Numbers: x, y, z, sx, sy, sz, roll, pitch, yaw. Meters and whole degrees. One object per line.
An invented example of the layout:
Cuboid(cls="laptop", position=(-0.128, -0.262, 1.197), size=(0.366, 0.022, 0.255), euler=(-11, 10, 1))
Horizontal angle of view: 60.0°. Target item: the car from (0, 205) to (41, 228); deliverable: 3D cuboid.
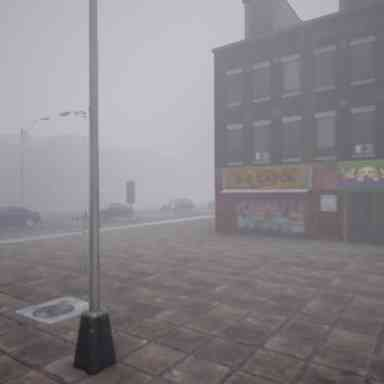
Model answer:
Cuboid(cls="car", position=(-12.614, 1.670, 21.938), size=(1.882, 1.535, 5.008), euler=(-1, 0, 35))

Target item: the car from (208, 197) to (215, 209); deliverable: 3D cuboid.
Cuboid(cls="car", position=(4.397, 1.310, 46.494), size=(2.150, 2.045, 5.566), euler=(-1, 0, 35))

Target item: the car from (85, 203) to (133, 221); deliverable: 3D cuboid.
Cuboid(cls="car", position=(-7.300, 1.684, 29.628), size=(1.812, 1.442, 4.674), euler=(-1, 0, 35))

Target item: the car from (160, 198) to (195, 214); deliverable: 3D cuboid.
Cuboid(cls="car", position=(-1.636, 1.475, 37.815), size=(2.097, 1.767, 4.553), euler=(-1, 0, 34))
